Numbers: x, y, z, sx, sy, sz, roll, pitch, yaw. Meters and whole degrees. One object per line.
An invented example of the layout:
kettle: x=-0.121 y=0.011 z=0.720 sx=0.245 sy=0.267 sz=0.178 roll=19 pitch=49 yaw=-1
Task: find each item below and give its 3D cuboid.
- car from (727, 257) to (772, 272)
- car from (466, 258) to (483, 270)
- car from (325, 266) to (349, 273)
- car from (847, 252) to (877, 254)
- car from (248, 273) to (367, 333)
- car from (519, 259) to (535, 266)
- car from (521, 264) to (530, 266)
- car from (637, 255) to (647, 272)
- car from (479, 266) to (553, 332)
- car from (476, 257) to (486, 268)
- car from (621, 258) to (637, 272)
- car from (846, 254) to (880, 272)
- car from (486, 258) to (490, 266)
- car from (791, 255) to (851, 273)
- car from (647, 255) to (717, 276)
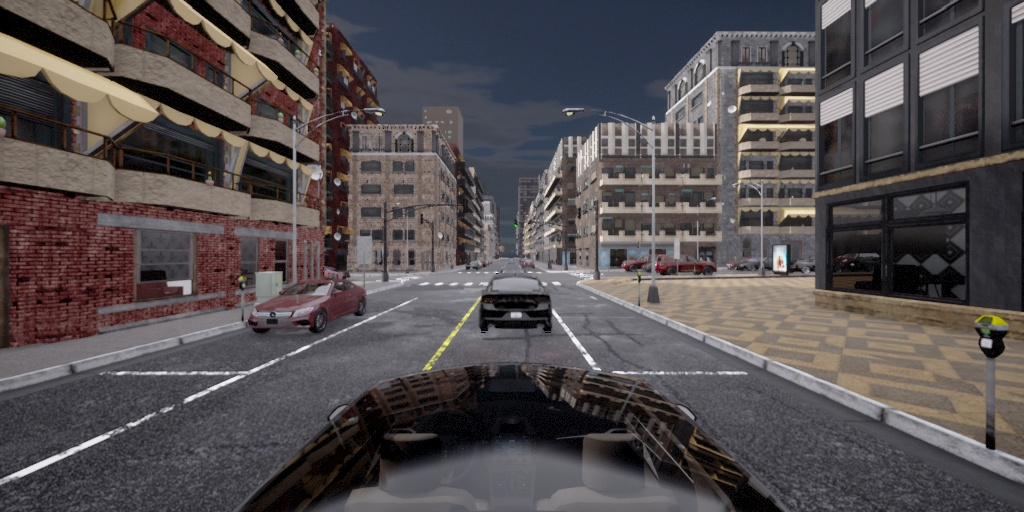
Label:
car: x=25.459 y=0.817 z=36.560 sx=5.357 sy=1.411 sz=2.033 roll=-1 pitch=0 yaw=0
car: x=-5.721 y=1.357 z=52.701 sx=1.948 sy=1.339 sz=4.313 roll=0 pitch=0 yaw=0
car: x=-17.195 y=1.627 z=32.959 sx=4.181 sy=1.385 sz=1.994 roll=-1 pitch=0 yaw=-1
car: x=35.116 y=0.440 z=36.641 sx=4.553 sy=1.767 sz=2.097 roll=-1 pitch=0 yaw=-1
car: x=-5.746 y=1.337 z=10.678 sx=1.802 sy=1.307 sz=4.207 roll=0 pitch=0 yaw=0
car: x=2.656 y=1.238 z=58.391 sx=1.967 sy=1.591 sz=4.097 roll=0 pitch=0 yaw=0
car: x=0.010 y=1.362 z=20.891 sx=1.895 sy=1.301 sz=4.718 roll=0 pitch=0 yaw=-2
car: x=15.713 y=0.956 z=36.472 sx=4.892 sy=1.490 sz=1.837 roll=-1 pitch=0 yaw=-1
car: x=0.093 y=1.232 z=10.930 sx=1.882 sy=1.535 sz=5.008 roll=0 pitch=0 yaw=0
car: x=-5.725 y=1.323 z=58.214 sx=1.751 sy=1.417 sz=4.829 roll=0 pitch=0 yaw=0
car: x=14.553 y=0.784 z=39.050 sx=5.009 sy=1.841 sz=2.192 roll=0 pitch=0 yaw=-1
car: x=31.333 y=0.733 z=30.826 sx=4.313 sy=1.339 sz=1.948 roll=0 pitch=0 yaw=-1
car: x=-5.728 y=1.119 z=64.066 sx=2.192 sy=1.841 sz=5.009 roll=0 pitch=0 yaw=0
car: x=25.786 y=0.838 z=30.774 sx=4.313 sy=1.339 sz=1.948 roll=0 pitch=0 yaw=-1
car: x=14.692 y=0.794 z=30.670 sx=5.009 sy=1.841 sz=2.192 roll=0 pitch=0 yaw=-1
